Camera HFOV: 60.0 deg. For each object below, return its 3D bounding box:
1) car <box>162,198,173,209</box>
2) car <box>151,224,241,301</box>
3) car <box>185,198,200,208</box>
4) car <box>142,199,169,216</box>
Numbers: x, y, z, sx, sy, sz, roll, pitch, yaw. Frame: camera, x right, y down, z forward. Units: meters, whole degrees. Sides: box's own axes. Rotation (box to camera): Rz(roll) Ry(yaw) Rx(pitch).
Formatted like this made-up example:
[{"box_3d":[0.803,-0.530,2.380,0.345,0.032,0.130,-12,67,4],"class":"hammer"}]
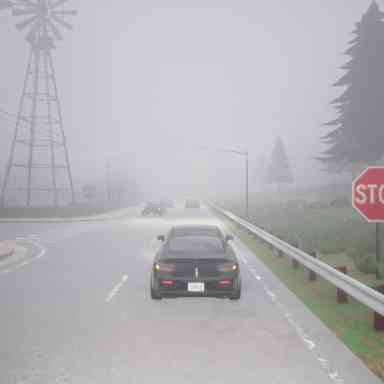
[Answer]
[{"box_3d":[-3.560,1.546,45.975,2.033,1.411,5.357,0,0,0],"class":"car"},{"box_3d":[0.079,1.525,8.225,1.812,1.442,4.674,0,0,0],"class":"car"},{"box_3d":[0.064,1.562,46.743,1.994,1.385,4.181,0,0,0],"class":"car"},{"box_3d":[-3.650,1.600,32.513,1.895,1.301,4.718,0,0,1],"class":"car"}]
